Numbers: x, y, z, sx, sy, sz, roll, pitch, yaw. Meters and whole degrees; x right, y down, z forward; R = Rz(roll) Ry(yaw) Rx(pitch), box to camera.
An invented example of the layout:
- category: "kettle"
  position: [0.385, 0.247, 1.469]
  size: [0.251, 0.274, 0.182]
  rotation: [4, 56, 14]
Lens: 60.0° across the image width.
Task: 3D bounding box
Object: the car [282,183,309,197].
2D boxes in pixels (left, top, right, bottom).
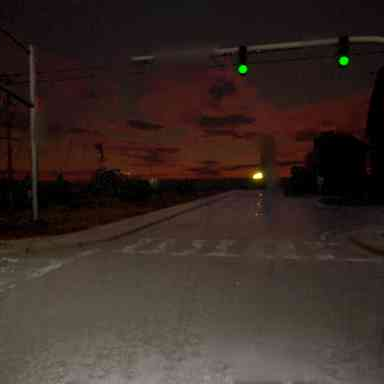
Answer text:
- category: "car"
  position: [15.399, -0.360, 49.465]
  size: [1.905, 1.878, 3.866]
  rotation: [-8, 3, -30]
